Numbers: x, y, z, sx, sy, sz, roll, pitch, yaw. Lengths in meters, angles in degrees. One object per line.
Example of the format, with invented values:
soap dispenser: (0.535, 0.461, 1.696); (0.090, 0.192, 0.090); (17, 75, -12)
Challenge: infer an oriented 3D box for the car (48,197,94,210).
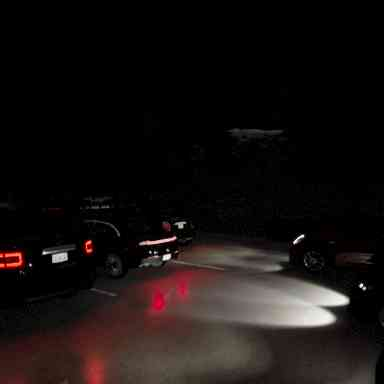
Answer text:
car: (-15.622, 1.452, 43.149); (2.033, 1.411, 5.357); (0, 0, 40)

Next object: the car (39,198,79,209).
car: (-18.119, 1.490, 45.517); (1.895, 1.301, 4.718); (0, 0, 43)

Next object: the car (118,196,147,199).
car: (-8.670, 1.404, 49.850); (4.902, 1.511, 2.128); (0, 0, -41)

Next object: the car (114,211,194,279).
car: (-2.623, 1.490, 10.121); (4.902, 1.511, 2.128); (0, 0, 36)

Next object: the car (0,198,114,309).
car: (-4.508, 1.220, 7.194); (5.566, 2.045, 2.150); (0, 0, 33)

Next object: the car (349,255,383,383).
car: (3.599, 1.474, 1.420); (5.008, 1.535, 1.882); (0, 0, 35)

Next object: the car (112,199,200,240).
car: (-2.164, 1.350, 14.090); (4.553, 1.767, 2.097); (0, 0, 35)

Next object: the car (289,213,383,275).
car: (5.023, 1.352, 9.009); (4.553, 1.767, 2.097); (0, 0, 36)

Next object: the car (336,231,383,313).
car: (4.650, 1.564, 4.965); (4.181, 1.385, 1.994); (0, 0, 36)
